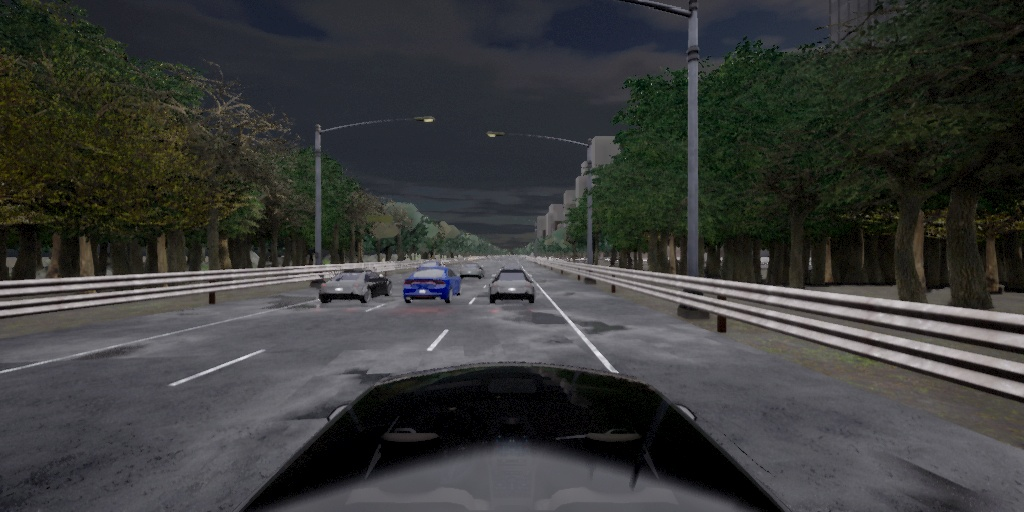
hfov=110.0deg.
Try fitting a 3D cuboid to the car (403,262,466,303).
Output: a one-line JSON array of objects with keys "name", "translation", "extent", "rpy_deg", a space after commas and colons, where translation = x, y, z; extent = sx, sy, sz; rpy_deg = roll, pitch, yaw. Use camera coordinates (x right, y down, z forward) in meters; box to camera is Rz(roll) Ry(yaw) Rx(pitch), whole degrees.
[{"name": "car", "translation": [-3.499, 1.229, 16.500], "extent": [1.882, 1.535, 5.008], "rpy_deg": [0, 0, 0]}]

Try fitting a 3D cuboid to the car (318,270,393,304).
[{"name": "car", "translation": [-6.999, 1.317, 16.500], "extent": [1.994, 1.385, 4.181], "rpy_deg": [0, 0, 0]}]

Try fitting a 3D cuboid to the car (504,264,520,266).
[{"name": "car", "translation": [0.001, 1.347, 31.530], "extent": [1.895, 1.301, 4.718], "rpy_deg": [0, 0, 0]}]

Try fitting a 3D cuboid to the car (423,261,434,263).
[{"name": "car", "translation": [-6.999, 1.216, 31.500], "extent": [1.882, 1.535, 5.008], "rpy_deg": [0, 0, 0]}]

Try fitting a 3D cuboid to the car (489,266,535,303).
[{"name": "car", "translation": [0.001, 1.317, 16.500], "extent": [1.994, 1.385, 4.181], "rpy_deg": [0, 0, 0]}]

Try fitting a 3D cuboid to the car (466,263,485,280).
[{"name": "car", "translation": [-3.499, 1.304, 31.500], "extent": [1.994, 1.385, 4.181], "rpy_deg": [0, 0, 0]}]
